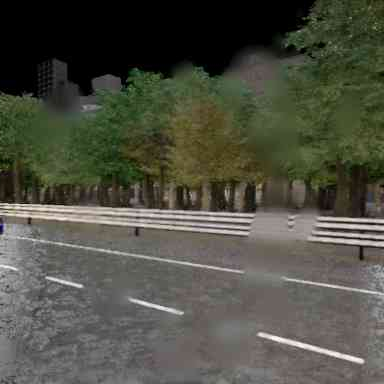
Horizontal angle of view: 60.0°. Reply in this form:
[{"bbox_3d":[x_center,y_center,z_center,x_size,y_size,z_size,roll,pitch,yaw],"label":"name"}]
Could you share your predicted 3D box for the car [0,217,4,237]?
[{"bbox_3d":[-11.011,1.496,16.053,5.008,1.535,1.882,0,0,36],"label":"car"}]
